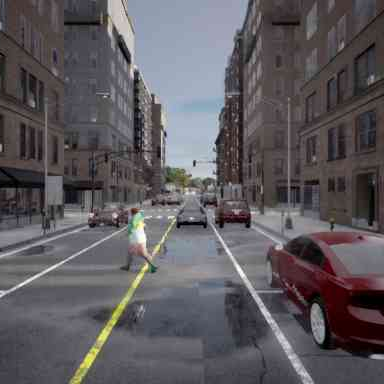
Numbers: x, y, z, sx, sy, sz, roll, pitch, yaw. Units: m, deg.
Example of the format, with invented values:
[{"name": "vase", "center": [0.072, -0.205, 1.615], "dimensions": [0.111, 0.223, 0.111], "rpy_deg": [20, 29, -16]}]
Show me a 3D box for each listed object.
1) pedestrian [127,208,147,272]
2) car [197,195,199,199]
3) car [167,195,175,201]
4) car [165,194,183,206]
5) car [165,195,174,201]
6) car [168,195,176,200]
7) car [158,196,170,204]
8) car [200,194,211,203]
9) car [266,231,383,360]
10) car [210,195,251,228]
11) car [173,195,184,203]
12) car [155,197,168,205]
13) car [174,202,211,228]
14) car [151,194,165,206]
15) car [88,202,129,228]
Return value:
[{"name": "pedestrian", "center": [-1.527, 1.293, 9.246], "dimensions": [0.375, 1.860, 0.375], "rpy_deg": [0, 0, 0]}, {"name": "car", "center": [2.654, 1.304, 65.501], "dimensions": [2.192, 1.841, 5.009], "rpy_deg": [0, 0, 0]}, {"name": "car", "center": [-5.450, 1.529, 87.511], "dimensions": [1.887, 1.381, 4.507], "rpy_deg": [0, 0, 0]}, {"name": "car", "center": [-2.865, 1.469, 53.203], "dimensions": [1.882, 1.535, 5.008], "rpy_deg": [0, 0, 0]}, {"name": "car", "center": [-5.449, 1.530, 82.008], "dimensions": [1.887, 1.381, 4.507], "rpy_deg": [0, 0, 0]}, {"name": "car", "center": [-5.450, 1.533, 93.014], "dimensions": [2.008, 1.369, 4.403], "rpy_deg": [0, 0, 0]}, {"name": "car", "center": [-5.448, 1.540, 65.496], "dimensions": [2.008, 1.369, 4.403], "rpy_deg": [0, 0, 0]}, {"name": "car", "center": [2.675, 1.307, 48.990], "dimensions": [2.192, 1.841, 5.009], "rpy_deg": [0, 0, 0]}, {"name": "car", "center": [2.747, 1.478, 6.245], "dimensions": [1.882, 1.535, 5.008], "rpy_deg": [0, 0, 0]}, {"name": "car", "center": [2.626, 1.312, 21.934], "dimensions": [2.192, 1.841, 5.009], "rpy_deg": [0, 0, 0]}, {"name": "car", "center": [-2.793, 1.499, 68.797], "dimensions": [2.128, 1.511, 4.902], "rpy_deg": [0, 0, 0]}, {"name": "car", "center": [-5.447, 1.556, 59.992], "dimensions": [1.947, 1.339, 4.313], "rpy_deg": [0, 0, 0]}, {"name": "car", "center": [0.012, 1.561, 21.959], "dimensions": [1.994, 1.385, 4.181], "rpy_deg": [0, 0, 1]}, {"name": "car", "center": [-5.447, 1.306, 54.489], "dimensions": [2.192, 1.841, 5.009], "rpy_deg": [0, 0, 0]}, {"name": "car", "center": [-5.399, 1.437, 21.929], "dimensions": [1.967, 1.590, 4.097], "rpy_deg": [0, 0, 0]}]
